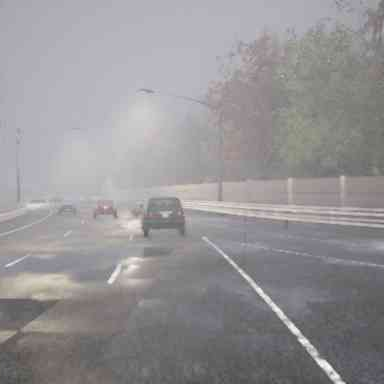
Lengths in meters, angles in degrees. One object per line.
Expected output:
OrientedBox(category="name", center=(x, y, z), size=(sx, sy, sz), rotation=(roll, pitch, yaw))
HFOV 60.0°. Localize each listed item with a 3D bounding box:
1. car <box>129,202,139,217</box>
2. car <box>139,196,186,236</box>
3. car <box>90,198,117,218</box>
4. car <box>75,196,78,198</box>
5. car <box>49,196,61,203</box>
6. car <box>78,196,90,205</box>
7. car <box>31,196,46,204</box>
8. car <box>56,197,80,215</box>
OrientedBox(category="car", center=(-4.942, 1.608, 32.545), size=(1.994, 1.385, 4.181), rotation=(0, 0, -17))
OrientedBox(category="car", center=(-1.715, 1.236, 18.666), size=(2.150, 2.045, 5.566), rotation=(0, 0, -10))
OrientedBox(category="car", center=(-8.178, 1.427, 31.194), size=(2.097, 1.767, 4.553), rotation=(-1, 0, -16))
OrientedBox(category="car", center=(-23.720, 1.628, 71.182), size=(1.895, 1.301, 4.718), rotation=(-1, 0, -26))
OrientedBox(category="car", center=(-28.307, 1.576, 69.333), size=(1.837, 1.490, 4.892), rotation=(-1, 0, -42))
OrientedBox(category="car", center=(-20.549, 1.743, 65.419), size=(1.994, 1.385, 4.181), rotation=(-1, 0, -29))
OrientedBox(category="car", center=(-31.028, 1.626, 67.133), size=(1.812, 1.442, 4.674), rotation=(-1, 0, -42))
OrientedBox(category="car", center=(-13.552, 1.650, 36.288), size=(1.812, 1.442, 4.674), rotation=(0, 0, -20))
